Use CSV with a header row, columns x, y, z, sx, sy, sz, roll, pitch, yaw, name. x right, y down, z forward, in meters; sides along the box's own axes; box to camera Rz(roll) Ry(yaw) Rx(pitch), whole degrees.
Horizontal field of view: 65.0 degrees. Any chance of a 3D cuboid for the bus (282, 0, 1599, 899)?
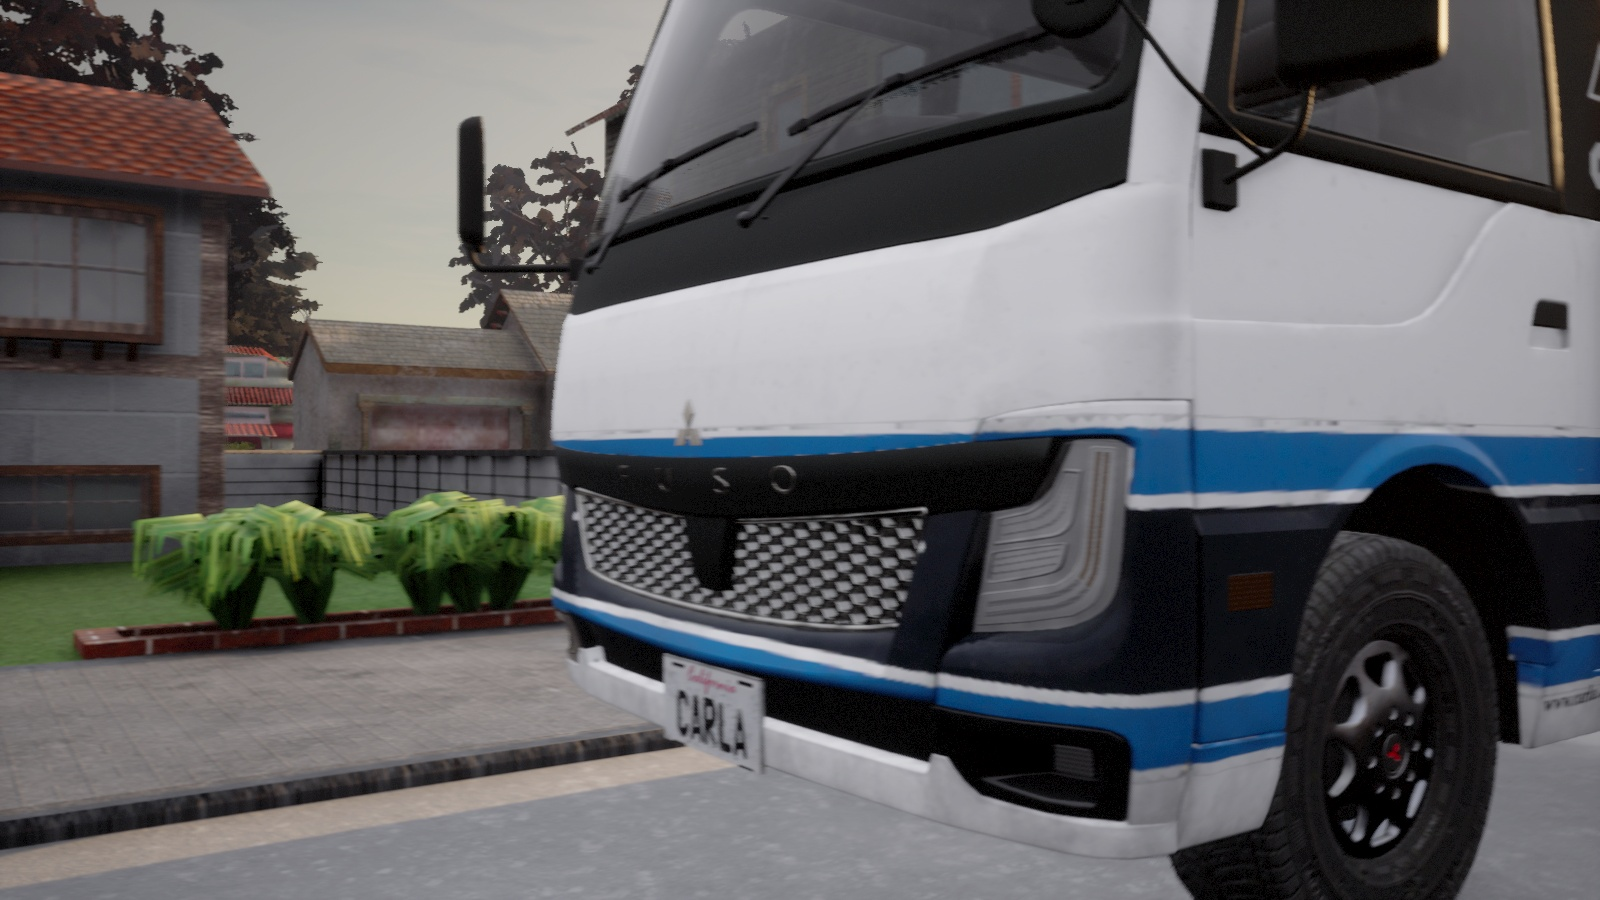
x,y,z,sx,sy,sz,roll,pitch,yaw,name
3.203,-0.622,6.503,10.273,4.253,3.944,0,0,-35,bus
